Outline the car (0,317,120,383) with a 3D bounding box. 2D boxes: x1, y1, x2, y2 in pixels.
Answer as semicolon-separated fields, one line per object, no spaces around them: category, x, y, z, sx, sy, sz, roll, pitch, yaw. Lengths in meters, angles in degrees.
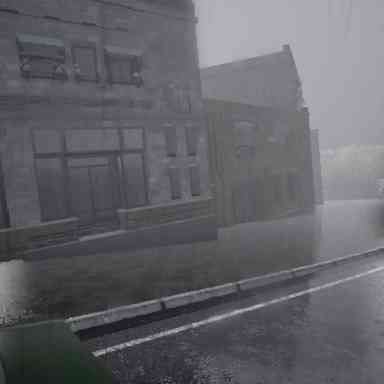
car;-2.806;1.604;1.694;4.718;1.301;1.895;0;0;-36
